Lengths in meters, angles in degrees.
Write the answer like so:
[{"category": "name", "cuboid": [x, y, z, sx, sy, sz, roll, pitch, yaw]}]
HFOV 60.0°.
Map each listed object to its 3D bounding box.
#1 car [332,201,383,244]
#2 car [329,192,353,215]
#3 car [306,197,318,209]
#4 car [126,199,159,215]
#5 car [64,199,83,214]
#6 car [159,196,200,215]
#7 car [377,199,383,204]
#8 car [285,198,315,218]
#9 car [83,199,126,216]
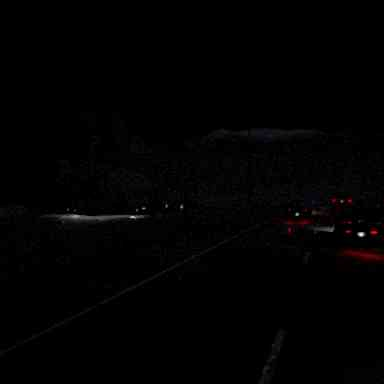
[{"category": "car", "cuboid": [7.527, 1.371, 15.182, 1.837, 1.490, 4.892, 0, 0, 22]}, {"category": "car", "cuboid": [16.071, 1.057, 35.823, 2.150, 2.045, 5.566, 0, -1, 22]}, {"category": "car", "cuboid": [14.611, 1.387, 41.444, 1.812, 1.442, 4.674, 0, 0, 22]}, {"category": "car", "cuboid": [-4.202, 1.444, 33.104, 1.837, 1.490, 4.892, 0, 0, 23]}, {"category": "car", "cuboid": [-11.149, 1.483, 34.628, 1.837, 1.490, 4.892, 0, 0, 23]}, {"category": "car", "cuboid": [-0.892, 1.272, 31.951, 2.097, 1.767, 4.553, 0, 0, 23]}, {"category": "car", "cuboid": [17.066, 1.328, 29.072, 1.837, 1.490, 4.892, 0, 0, 22]}, {"category": "car", "cuboid": [9.133, 1.463, 28.209, 1.895, 1.301, 4.718, 0, 0, 22]}, {"category": "car", "cuboid": [-8.095, 1.436, 32.857, 1.882, 1.535, 5.008, 0, 0, 23]}]
